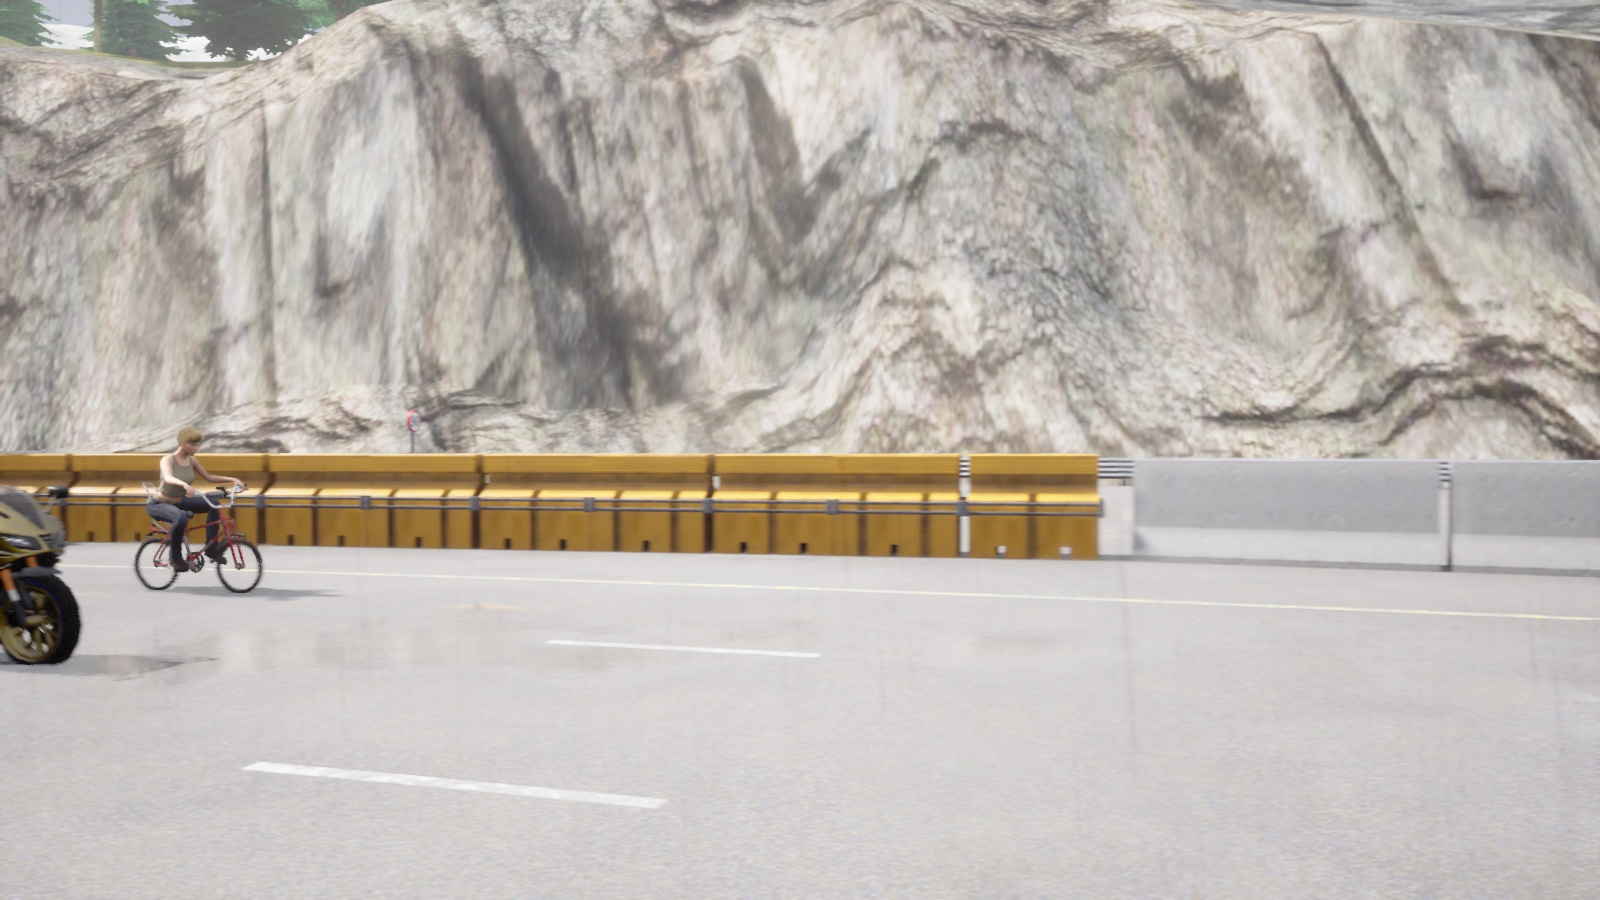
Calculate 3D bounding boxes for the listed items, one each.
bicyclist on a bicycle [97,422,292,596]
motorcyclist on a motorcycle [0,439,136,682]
[{"bbox_3d":[-5.893,0.541,12.266,1.509,1.612,0.866,0,1,15],"label":"bicyclist on a bicycle"},{"bbox_3d":[-5.844,0.698,8.699,2.191,1.530,0.866,0,1,15],"label":"motorcyclist on a motorcycle"}]
